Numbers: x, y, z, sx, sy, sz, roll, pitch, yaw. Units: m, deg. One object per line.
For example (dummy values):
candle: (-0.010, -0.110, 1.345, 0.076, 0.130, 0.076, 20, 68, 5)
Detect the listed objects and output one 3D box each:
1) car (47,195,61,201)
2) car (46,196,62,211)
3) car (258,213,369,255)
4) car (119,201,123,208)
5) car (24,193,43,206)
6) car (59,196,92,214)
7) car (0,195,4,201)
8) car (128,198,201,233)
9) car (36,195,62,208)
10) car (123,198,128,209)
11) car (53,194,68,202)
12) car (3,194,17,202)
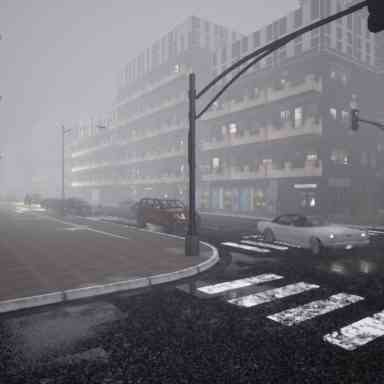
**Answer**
car: (-31.234, 1.379, 75.086, 2.008, 1.369, 4.403, 0, 0, -36)
car: (-14.817, 1.451, 38.034, 1.947, 1.339, 4.313, 0, 0, -36)
car: (4.705, 1.591, 13.627, 1.895, 1.301, 4.718, 0, 0, -21)
car: (-8.023, 1.465, 42.941, 1.802, 1.307, 4.206, 0, 0, -36)
car: (-24.764, 1.162, 51.811, 2.192, 1.841, 5.009, 0, 0, -36)
car: (-11.501, 1.444, 33.441, 1.887, 1.381, 4.507, 0, 0, -36)
car: (-41.345, 1.269, 74.773, 1.967, 1.590, 4.097, 0, 0, -36)
car: (-1.552, 1.264, 19.663, 2.192, 1.841, 5.009, 0, 0, -36)
car: (-18.134, 1.436, 42.628, 1.947, 1.339, 4.313, 0, 0, -36)
car: (-3.572, 1.452, 26.879, 1.812, 1.442, 4.674, 0, 0, -36)
car: (-27.918, 1.269, 70.495, 1.967, 1.590, 4.097, 0, 0, -36)
car: (-38.029, 1.412, 70.181, 1.802, 1.307, 4.206, 0, 0, -36)
